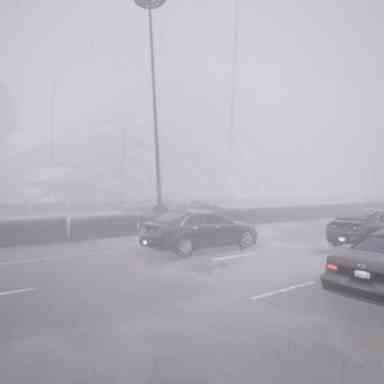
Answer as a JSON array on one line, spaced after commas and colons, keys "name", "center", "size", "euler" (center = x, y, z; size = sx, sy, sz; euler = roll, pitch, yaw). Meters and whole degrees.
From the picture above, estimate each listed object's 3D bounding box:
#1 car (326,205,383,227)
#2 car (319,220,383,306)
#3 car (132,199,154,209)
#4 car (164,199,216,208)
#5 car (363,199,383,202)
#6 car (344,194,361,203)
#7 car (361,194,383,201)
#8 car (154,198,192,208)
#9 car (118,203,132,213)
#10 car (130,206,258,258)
[{"name": "car", "center": [7.314, 1.418, 13.266], "size": [4.892, 1.490, 1.837], "euler": [0, 0, -35]}, {"name": "car", "center": [5.063, 1.494, 7.362], "size": [5.357, 1.411, 2.033], "euler": [0, 0, -35]}, {"name": "car", "center": [-2.859, 1.376, 32.047], "size": [5.008, 1.535, 1.882], "euler": [0, 0, -35]}, {"name": "car", "center": [0.548, 1.504, 25.881], "size": [4.718, 1.301, 1.895], "euler": [0, 0, -35]}, {"name": "car", "center": [13.993, 1.392, 22.331], "size": [5.357, 1.411, 2.033], "euler": [0, 0, -35]}, {"name": "car", "center": [29.050, 1.156, 59.008], "size": [4.674, 1.442, 1.812], "euler": [-1, 0, -35]}, {"name": "car", "center": [31.209, 1.133, 56.263], "size": [4.892, 1.490, 1.837], "euler": [-1, 0, -35]}, {"name": "car", "center": [-0.465, 1.387, 29.455], "size": [4.902, 1.511, 2.128], "euler": [0, 0, -35]}, {"name": "car", "center": [-4.969, 1.447, 34.842], "size": [5.357, 1.411, 2.033], "euler": [0, 0, -35]}, {"name": "car", "center": [0.384, 1.455, 12.627], "size": [4.892, 1.490, 1.837], "euler": [0, 0, -35]}]
